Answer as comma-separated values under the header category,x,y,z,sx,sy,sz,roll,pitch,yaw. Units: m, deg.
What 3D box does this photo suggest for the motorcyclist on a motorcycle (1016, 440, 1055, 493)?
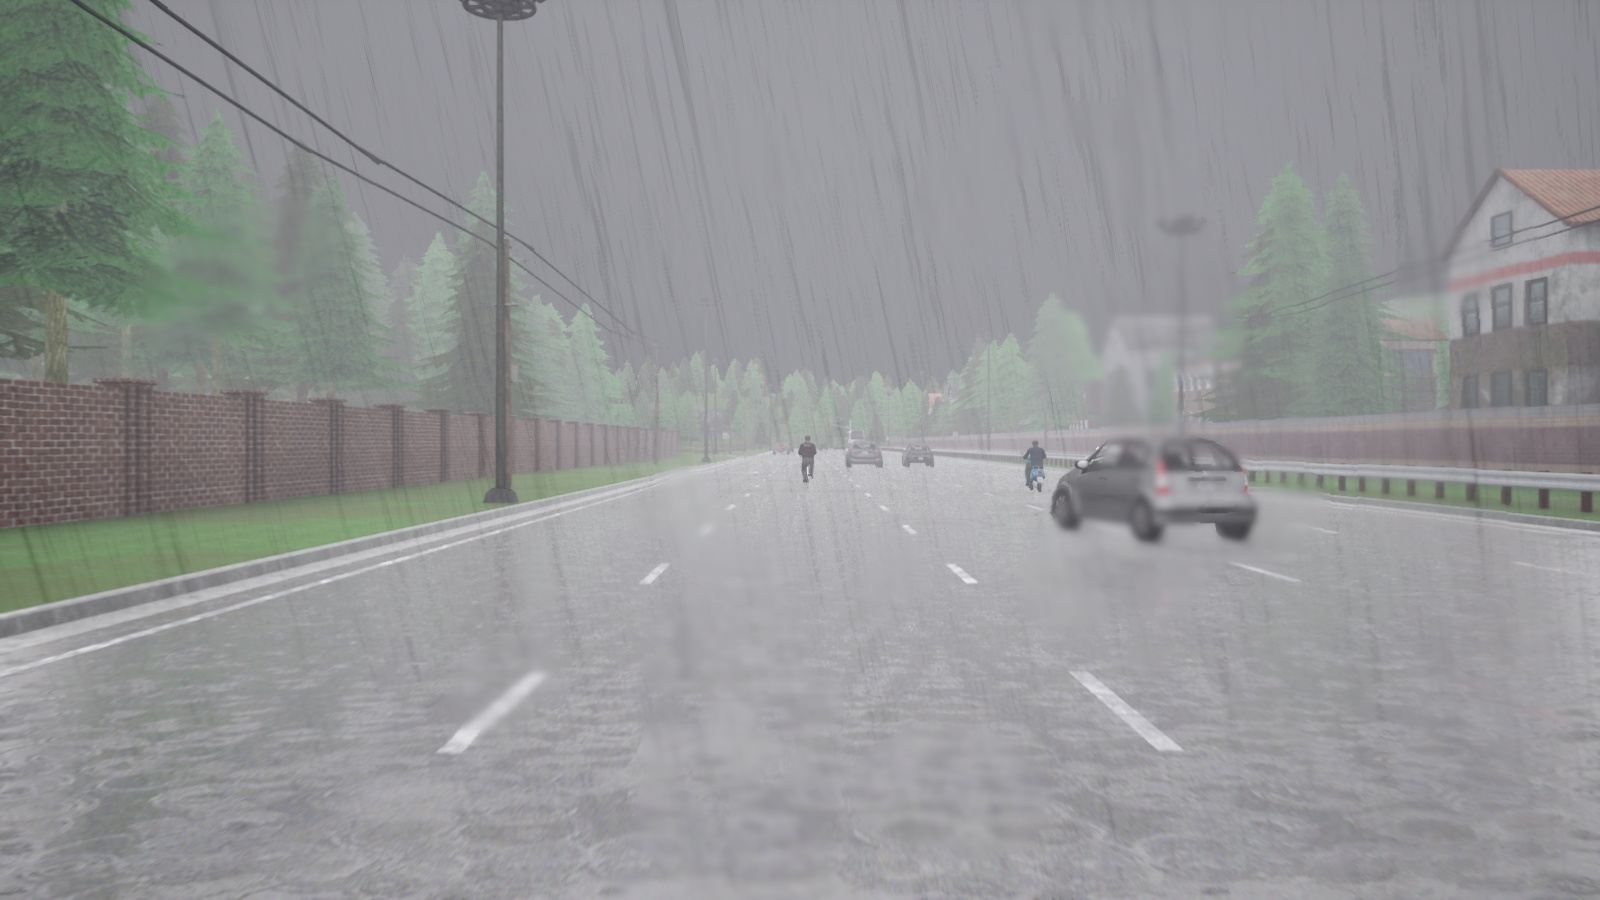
category,x,y,z,sx,sy,sz,roll,pitch,yaw
motorcyclist on a motorcycle,7.236,0.501,38.657,0.866,1.590,1.817,0,0,0

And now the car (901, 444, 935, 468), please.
category,x,y,z,sx,sy,sz,roll,pitch,yaw
car,7.470,0.345,79.714,1.816,1.474,4.193,0,0,0

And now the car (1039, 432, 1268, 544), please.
category,x,y,z,sx,sy,sz,roll,pitch,yaw
car,5.554,0.542,20.299,1.851,1.617,3.988,0,0,-13

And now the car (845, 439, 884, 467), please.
category,x,y,z,sx,sy,sz,roll,pitch,yaw
car,3.961,0.181,78.079,2.242,1.667,4.611,0,0,0
